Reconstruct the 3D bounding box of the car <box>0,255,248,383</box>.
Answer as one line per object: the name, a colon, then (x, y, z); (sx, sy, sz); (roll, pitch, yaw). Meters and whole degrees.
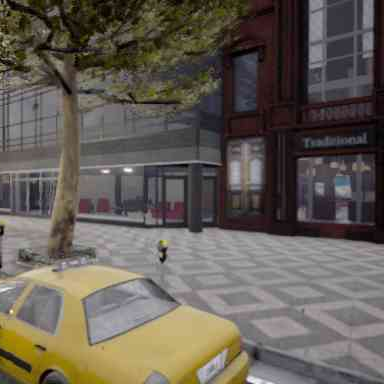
car: (-1.701, 1.507, 4.292); (4.829, 1.417, 1.752); (0, 0, 36)
